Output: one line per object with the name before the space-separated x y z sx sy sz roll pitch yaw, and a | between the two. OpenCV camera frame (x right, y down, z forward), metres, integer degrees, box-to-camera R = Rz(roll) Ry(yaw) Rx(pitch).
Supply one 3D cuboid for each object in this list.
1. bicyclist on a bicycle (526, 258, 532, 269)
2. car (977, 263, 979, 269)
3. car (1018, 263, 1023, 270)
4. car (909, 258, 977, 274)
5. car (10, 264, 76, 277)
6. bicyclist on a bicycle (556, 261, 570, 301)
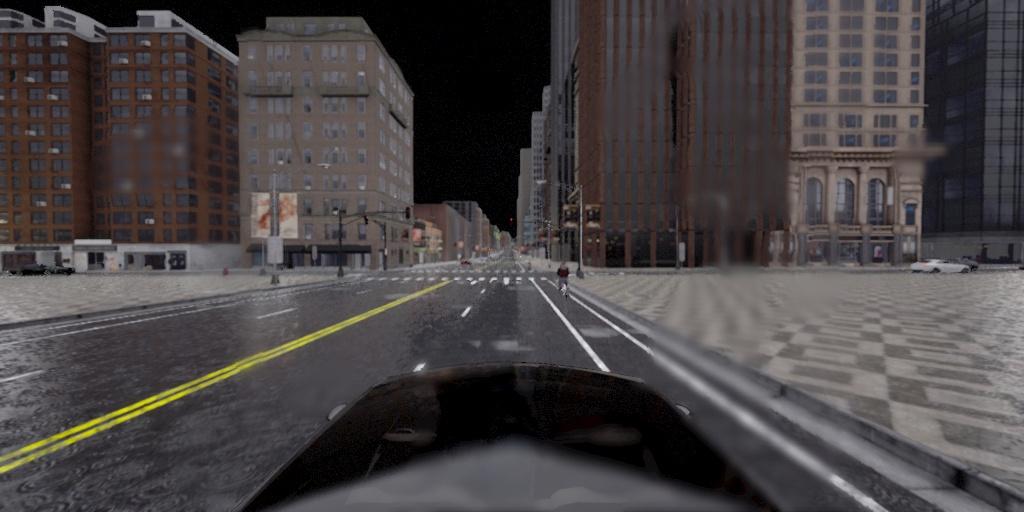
bicyclist on a bicycle | 2.517 1.131 52.231 0.866 1.612 1.509 0 0 -3
car | 47.045 0.961 38.647 4.902 1.511 2.128 0 1 0
car | 54.034 1.040 35.658 5.357 1.411 2.033 0 1 0
car | 42.349 1.070 35.585 4.674 1.442 1.812 0 1 0
car | -48.066 1.482 36.824 4.718 1.301 1.895 0 1 1
bicyclist on a bicycle | 2.282 1.094 16.169 0.659 1.776 1.843 0 0 0
